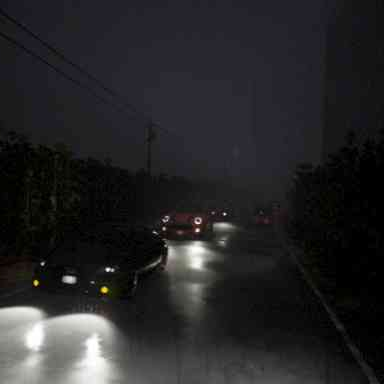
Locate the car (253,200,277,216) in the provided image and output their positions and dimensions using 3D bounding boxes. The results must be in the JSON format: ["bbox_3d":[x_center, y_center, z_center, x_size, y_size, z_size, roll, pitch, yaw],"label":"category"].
[{"bbox_3d":[7.870,1.879,36.398,1.895,1.301,4.718,2,0,18],"label":"car"}]

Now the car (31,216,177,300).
[{"bbox_3d":[-1.937,1.483,8.233,1.994,1.385,4.181,2,0,11],"label":"car"}]

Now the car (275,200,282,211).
[{"bbox_3d":[11.840,1.915,48.266,2.128,1.511,4.902,2,0,20],"label":"car"}]

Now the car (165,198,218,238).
[{"bbox_3d":[-0.116,1.334,17.728,2.097,1.767,4.553,2,0,11],"label":"car"}]

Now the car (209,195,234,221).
[{"bbox_3d":[2.339,1.290,28.928,2.150,2.045,5.566,2,0,14],"label":"car"}]
